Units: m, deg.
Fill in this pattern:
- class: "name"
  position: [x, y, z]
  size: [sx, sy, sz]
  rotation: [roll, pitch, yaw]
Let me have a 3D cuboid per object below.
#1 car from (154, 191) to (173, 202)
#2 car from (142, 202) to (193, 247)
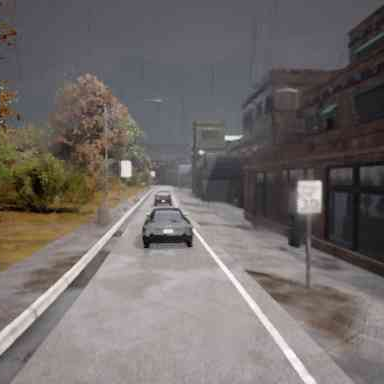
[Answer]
- class: "car"
  position: [-3.029, 0.642, 35.056]
  size: [1.812, 1.442, 4.674]
  rotation: [0, 2, -5]
- class: "car"
  position: [-1.060, 1.352, 14.200]
  size: [1.994, 1.385, 4.181]
  rotation: [0, 2, -5]
